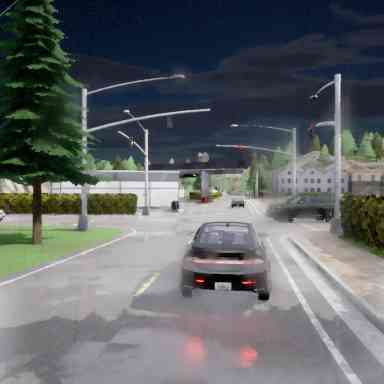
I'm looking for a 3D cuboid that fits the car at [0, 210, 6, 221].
[{"bbox_3d":[-16.558,1.526,25.230,4.674,1.442,1.812,0,0,8],"label":"car"}]

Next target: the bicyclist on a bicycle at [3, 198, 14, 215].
[{"bbox_3d":[-17.932,1.453,32.567,0.582,1.620,1.656,0,0,7],"label":"bicyclist on a bicycle"}]

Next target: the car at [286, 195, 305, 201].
[{"bbox_3d":[23.431,1.361,75.671,3.806,1.475,1.970,0,0,8],"label":"car"}]

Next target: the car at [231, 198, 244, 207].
[{"bbox_3d":[6.981,1.601,50.387,1.895,1.301,4.718,0,0,9],"label":"car"}]

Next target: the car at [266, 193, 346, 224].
[{"bbox_3d":[8.380,1.223,24.633,5.566,2.045,2.150,0,0,-6],"label":"car"}]

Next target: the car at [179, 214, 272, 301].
[{"bbox_3d":[0.893,1.492,8.427,2.128,1.511,4.902,0,0,8],"label":"car"}]

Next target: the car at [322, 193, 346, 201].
[{"bbox_3d":[31.833,1.097,74.527,4.605,1.855,1.932,0,0,8],"label":"car"}]

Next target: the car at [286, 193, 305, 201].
[{"bbox_3d":[24.500,1.077,78.878,3.866,1.878,1.905,0,0,8],"label":"car"}]

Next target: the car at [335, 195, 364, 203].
[{"bbox_3d":[29.393,1.298,62.291,4.514,1.523,2.007,0,0,8],"label":"car"}]
